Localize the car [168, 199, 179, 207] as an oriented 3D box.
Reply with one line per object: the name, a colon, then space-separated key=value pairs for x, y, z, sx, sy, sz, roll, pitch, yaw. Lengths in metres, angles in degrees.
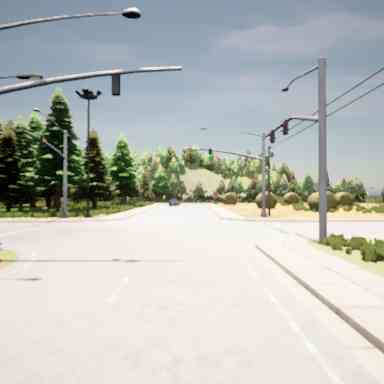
car: x=-3.526 y=2.115 z=64.401 sx=1.837 sy=1.490 sz=4.892 roll=0 pitch=-1 yaw=1
